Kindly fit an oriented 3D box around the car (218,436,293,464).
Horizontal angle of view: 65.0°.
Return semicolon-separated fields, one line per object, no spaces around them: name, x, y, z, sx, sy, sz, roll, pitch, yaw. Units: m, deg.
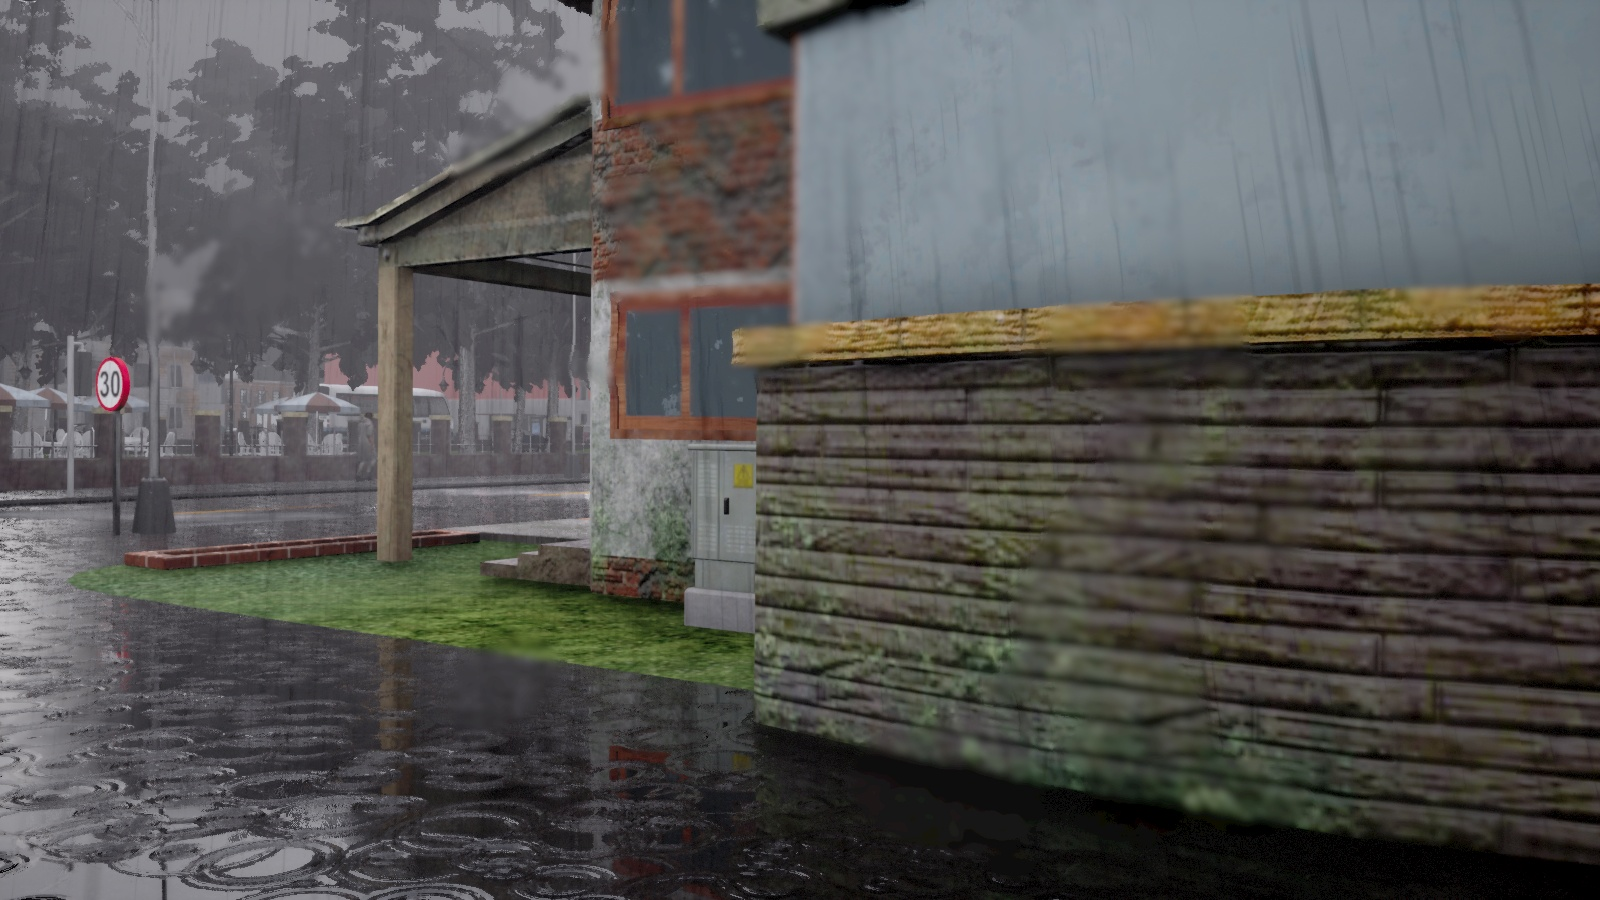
car;-32.264;-0.015;74.493;1.789;1.549;3.705;0;1;33

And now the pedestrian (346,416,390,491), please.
pedestrian;-11.396;0.092;33.133;0.659;1.952;0.873;0;1;35

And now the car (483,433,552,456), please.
car;-20.658;-0.409;92.079;2.033;1.649;4.856;0;1;33

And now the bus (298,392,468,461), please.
bus;-27.106;-1.524;82.317;3.944;4.253;10.273;0;1;33

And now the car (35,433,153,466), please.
car;-37.408;-0.062;66.681;2.152;1.651;5.027;0;1;33
